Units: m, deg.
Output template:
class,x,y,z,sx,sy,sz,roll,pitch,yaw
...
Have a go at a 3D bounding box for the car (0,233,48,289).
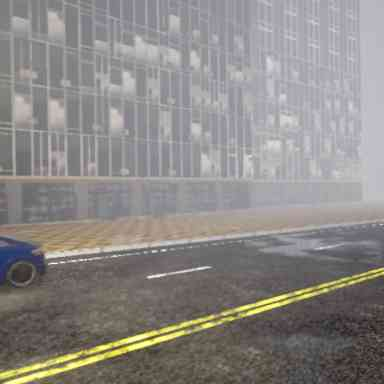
class,x,y,z,sx,sy,sz,roll,pitch,yaw
car,-5.614,1.564,7.657,4.181,1.385,1.994,0,0,-35
